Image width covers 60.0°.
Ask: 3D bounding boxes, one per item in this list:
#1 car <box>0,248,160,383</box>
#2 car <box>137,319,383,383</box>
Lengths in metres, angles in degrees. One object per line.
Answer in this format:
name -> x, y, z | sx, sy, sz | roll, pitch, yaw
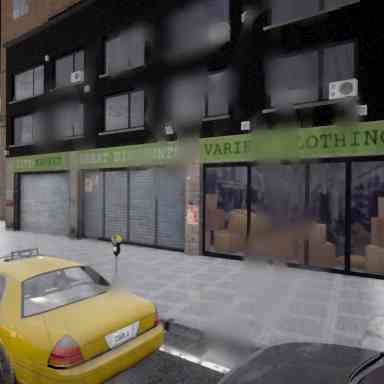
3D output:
car -> -2.634, 1.524, 4.972 | 4.829, 1.417, 1.752 | 0, 1, 36
car -> 2.047, 1.551, 1.624 | 4.403, 1.369, 2.008 | 0, 1, 36
